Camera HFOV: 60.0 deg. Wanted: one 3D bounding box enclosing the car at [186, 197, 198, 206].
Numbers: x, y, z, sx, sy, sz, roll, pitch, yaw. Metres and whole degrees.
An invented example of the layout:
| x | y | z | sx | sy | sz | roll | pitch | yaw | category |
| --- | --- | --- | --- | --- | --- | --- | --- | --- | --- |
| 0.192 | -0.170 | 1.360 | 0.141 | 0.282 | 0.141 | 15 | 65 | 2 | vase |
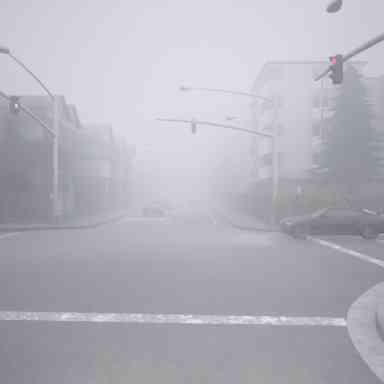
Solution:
| x | y | z | sx | sy | sz | roll | pitch | yaw | category |
| --- | --- | --- | --- | --- | --- | --- | --- | --- | --- |
| 0.008 | 1.547 | 53.495 | 2.033 | 1.411 | 5.357 | 0 | 0 | 0 | car |

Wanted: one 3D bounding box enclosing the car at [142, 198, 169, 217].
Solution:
| x | y | z | sx | sy | sz | roll | pitch | yaw | category |
| --- | --- | --- | --- | --- | --- | --- | --- | --- | --- |
| -3.579 | 1.505 | 31.734 | 1.837 | 1.490 | 4.892 | 0 | 0 | 0 | car |

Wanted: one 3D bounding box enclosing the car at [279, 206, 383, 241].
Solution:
| x | y | z | sx | sy | sz | roll | pitch | yaw | category |
| --- | --- | --- | --- | --- | --- | --- | --- | --- | --- |
| 6.392 | 1.371 | 15.154 | 4.674 | 1.442 | 1.812 | -1 | 0 | 10 | car |

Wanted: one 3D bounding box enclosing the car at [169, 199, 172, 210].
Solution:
| x | y | z | sx | sy | sz | roll | pitch | yaw | category |
| --- | --- | --- | --- | --- | --- | --- | --- | --- | --- |
| -3.573 | 1.505 | 41.822 | 1.837 | 1.490 | 4.892 | 0 | 0 | 1 | car |
